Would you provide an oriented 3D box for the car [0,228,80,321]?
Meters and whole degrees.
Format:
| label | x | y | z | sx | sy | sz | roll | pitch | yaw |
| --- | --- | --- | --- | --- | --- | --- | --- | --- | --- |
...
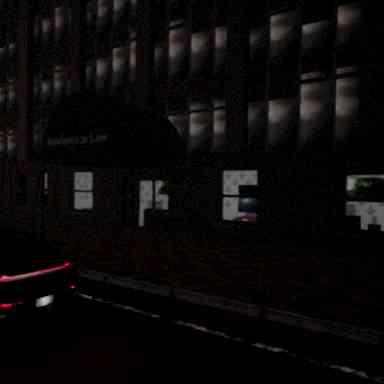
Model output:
| label | x | y | z | sx | sy | sz | roll | pitch | yaw |
| --- | --- | --- | --- | --- | --- | --- | --- | --- | --- |
| car | -4.285 | 1.456 | 6.489 | 4.902 | 1.511 | 2.128 | 0 | 0 | 34 |
